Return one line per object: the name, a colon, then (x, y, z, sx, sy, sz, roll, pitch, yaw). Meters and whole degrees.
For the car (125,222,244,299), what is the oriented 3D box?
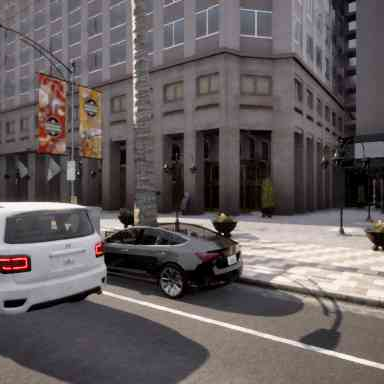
car: (-1.048, 1.513, 8.533, 4.786, 1.482, 2.161, 0, 0, 35)

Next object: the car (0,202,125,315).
car: (-4.207, 1.221, 6.991, 5.566, 2.045, 2.150, 0, 0, 35)
